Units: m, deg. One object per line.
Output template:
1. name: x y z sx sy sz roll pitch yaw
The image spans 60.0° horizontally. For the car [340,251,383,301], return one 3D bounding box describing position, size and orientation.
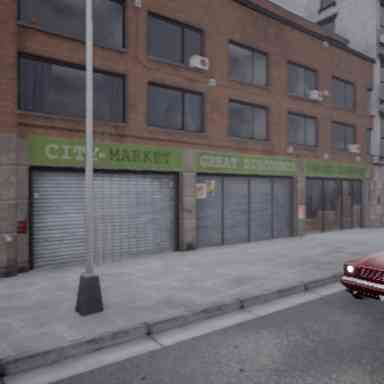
1. car: 5.232 1.570 7.111 4.718 1.301 1.895 0 0 -35
